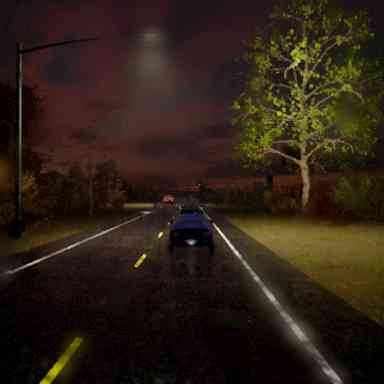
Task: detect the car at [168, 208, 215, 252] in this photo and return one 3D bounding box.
[{"bbox_3d":[-0.015,1.659,14.388,1.812,1.442,4.674,0,0,0],"label":"car"}]

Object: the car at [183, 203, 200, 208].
[{"bbox_3d":[-0.081,1.777,29.293,1.837,1.490,4.892,0,0,0],"label":"car"}]

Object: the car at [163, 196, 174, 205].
[{"bbox_3d":[-5.118,1.850,72.287,2.150,2.045,5.566,0,0,-8],"label":"car"}]
